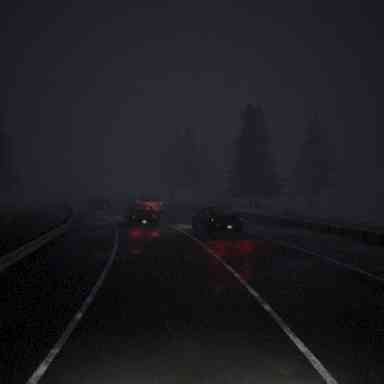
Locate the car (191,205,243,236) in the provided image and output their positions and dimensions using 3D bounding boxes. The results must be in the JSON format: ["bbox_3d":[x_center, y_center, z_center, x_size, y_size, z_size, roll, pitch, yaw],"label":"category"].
[{"bbox_3d":[1.259,1.442,17.858,1.812,1.442,4.674,0,0,-13],"label":"car"}]

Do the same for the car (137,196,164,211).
[{"bbox_3d":[-4.598,1.213,34.859,2.097,1.767,4.553,0,0,-24],"label":"car"}]

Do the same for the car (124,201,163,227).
[{"bbox_3d":[-3.516,1.514,22.363,1.895,1.301,4.718,0,0,-16],"label":"car"}]

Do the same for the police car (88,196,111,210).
[{"bbox_3d":[-11.168,1.287,39.925,1.930,1.638,5.238,0,0,-29],"label":"police car"}]
